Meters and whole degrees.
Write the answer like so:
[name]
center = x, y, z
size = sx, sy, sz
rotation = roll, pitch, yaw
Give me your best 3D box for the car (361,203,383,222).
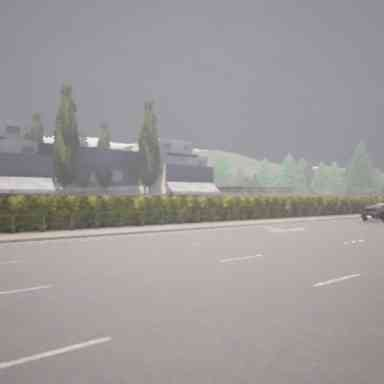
[car]
center = 16.278, 1.742, 28.250
size = 4.892, 1.490, 1.837
rotation = 0, 0, -35
